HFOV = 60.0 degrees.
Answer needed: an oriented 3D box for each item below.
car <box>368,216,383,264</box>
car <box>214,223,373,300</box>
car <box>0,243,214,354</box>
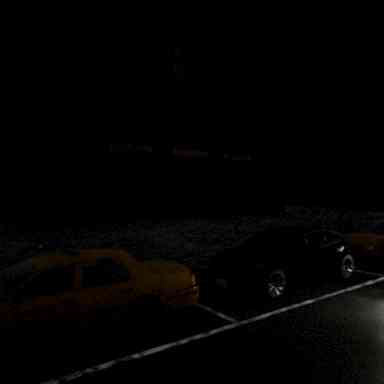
[{"bbox_3d":[6.712,1.528,11.437,4.829,1.417,1.752,0,0,-35],"label":"car"},{"bbox_3d":[2.423,1.567,8.378,4.313,1.339,1.947,0,0,-35],"label":"car"},{"bbox_3d":[-2.142,1.525,5.122,4.829,1.417,1.752,0,0,-35],"label":"car"}]
